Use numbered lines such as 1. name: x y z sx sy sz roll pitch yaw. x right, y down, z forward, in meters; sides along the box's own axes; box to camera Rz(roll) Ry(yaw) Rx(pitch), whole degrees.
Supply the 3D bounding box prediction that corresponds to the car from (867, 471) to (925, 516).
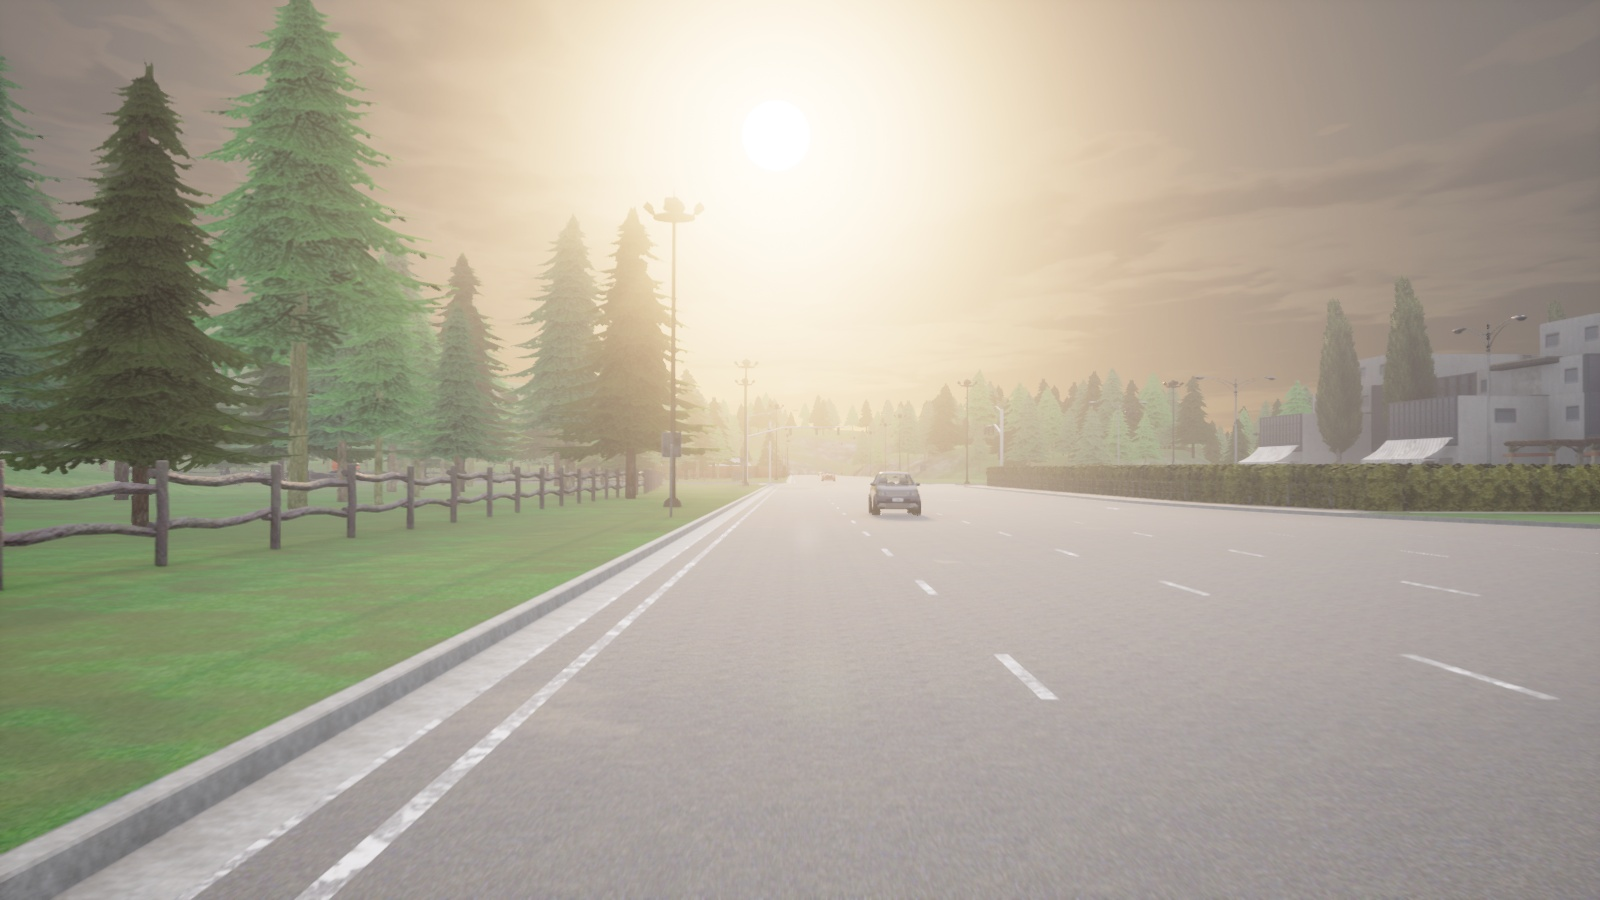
1. car: 3.395 1.532 44.959 1.789 1.549 3.705 0 -1 0
